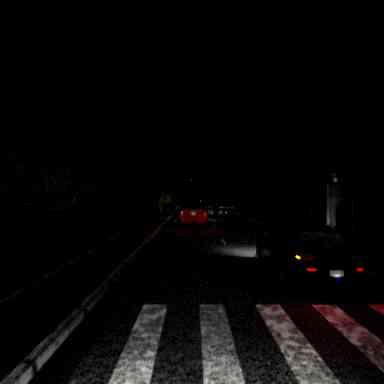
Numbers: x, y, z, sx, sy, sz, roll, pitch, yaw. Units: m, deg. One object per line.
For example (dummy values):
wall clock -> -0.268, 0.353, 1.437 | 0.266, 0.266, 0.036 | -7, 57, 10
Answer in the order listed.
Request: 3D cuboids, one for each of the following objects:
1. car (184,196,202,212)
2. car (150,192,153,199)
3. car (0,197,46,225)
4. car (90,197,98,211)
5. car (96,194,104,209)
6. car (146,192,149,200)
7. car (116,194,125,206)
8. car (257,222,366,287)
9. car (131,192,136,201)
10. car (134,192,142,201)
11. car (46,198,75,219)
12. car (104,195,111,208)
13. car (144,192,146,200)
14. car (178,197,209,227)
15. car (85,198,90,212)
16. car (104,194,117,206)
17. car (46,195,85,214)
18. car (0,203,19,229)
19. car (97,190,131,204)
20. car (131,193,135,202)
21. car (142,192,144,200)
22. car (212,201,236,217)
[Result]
car -> 0.095, 1.437, 41.172 | 2.097, 1.767, 4.553 | 0, 0, 0
car -> -13.834, 1.024, 86.933 | 5.566, 2.045, 2.435 | -1, 0, -20
car -> -13.816, 1.374, 23.930 | 5.566, 2.045, 2.435 | -1, -1, -20
car -> -13.833, 1.635, 38.936 | 4.674, 1.452, 2.002 | -1, 0, -20
car -> -13.862, 1.446, 41.924 | 4.553, 1.767, 2.185 | -1, 0, -20
car -> -13.817, 1.291, 80.946 | 4.892, 1.521, 2.231 | -1, 0, -20
car -> -13.797, 1.488, 53.952 | 4.792, 1.488, 2.163 | -1, 0, -20
car -> 3.098, 1.586, 9.409 | 1.812, 1.442, 4.674 | 0, 0, 0
car -> -13.992, 1.381, 62.873 | 5.366, 1.575, 1.946 | -1, 1, -20
car -> -13.843, 1.089, 68.922 | 5.566, 2.045, 2.435 | -1, 1, -20
car -> -13.664, 1.620, 29.984 | 5.366, 1.575, 1.946 | -1, 0, -20
car -> -13.830, 1.587, 44.935 | 4.674, 1.452, 2.002 | -1, 0, -20
car -> -13.845, 1.174, 77.935 | 4.553, 1.767, 2.185 | -1, 0, -20
car -> 0.096, 1.485, 24.447 | 2.097, 1.767, 4.553 | 0, 0, 0
car -> -13.858, 1.637, 35.911 | 4.792, 1.488, 2.163 | -1, 1, -20
car -> -13.819, 1.519, 47.935 | 5.008, 1.535, 2.097 | -1, 1, -20
car -> -13.863, 1.368, 32.911 | 5.566, 2.045, 2.435 | -1, 0, -20
car -> -13.845, 1.653, 20.910 | 4.674, 1.452, 2.002 | -1, -1, -20
car -> -13.801, 1.180, 56.953 | 5.566, 2.045, 2.435 | -1, 0, -20
car -> -13.646, 1.399, 60.007 | 5.366, 1.575, 1.946 | -1, 0, -20
car -> -13.783, 1.184, 74.950 | 4.553, 1.767, 2.185 | -1, 1, -20
car -> 3.096, 1.621, 32.425 | 2.128, 1.511, 4.902 | 0, 0, 0
